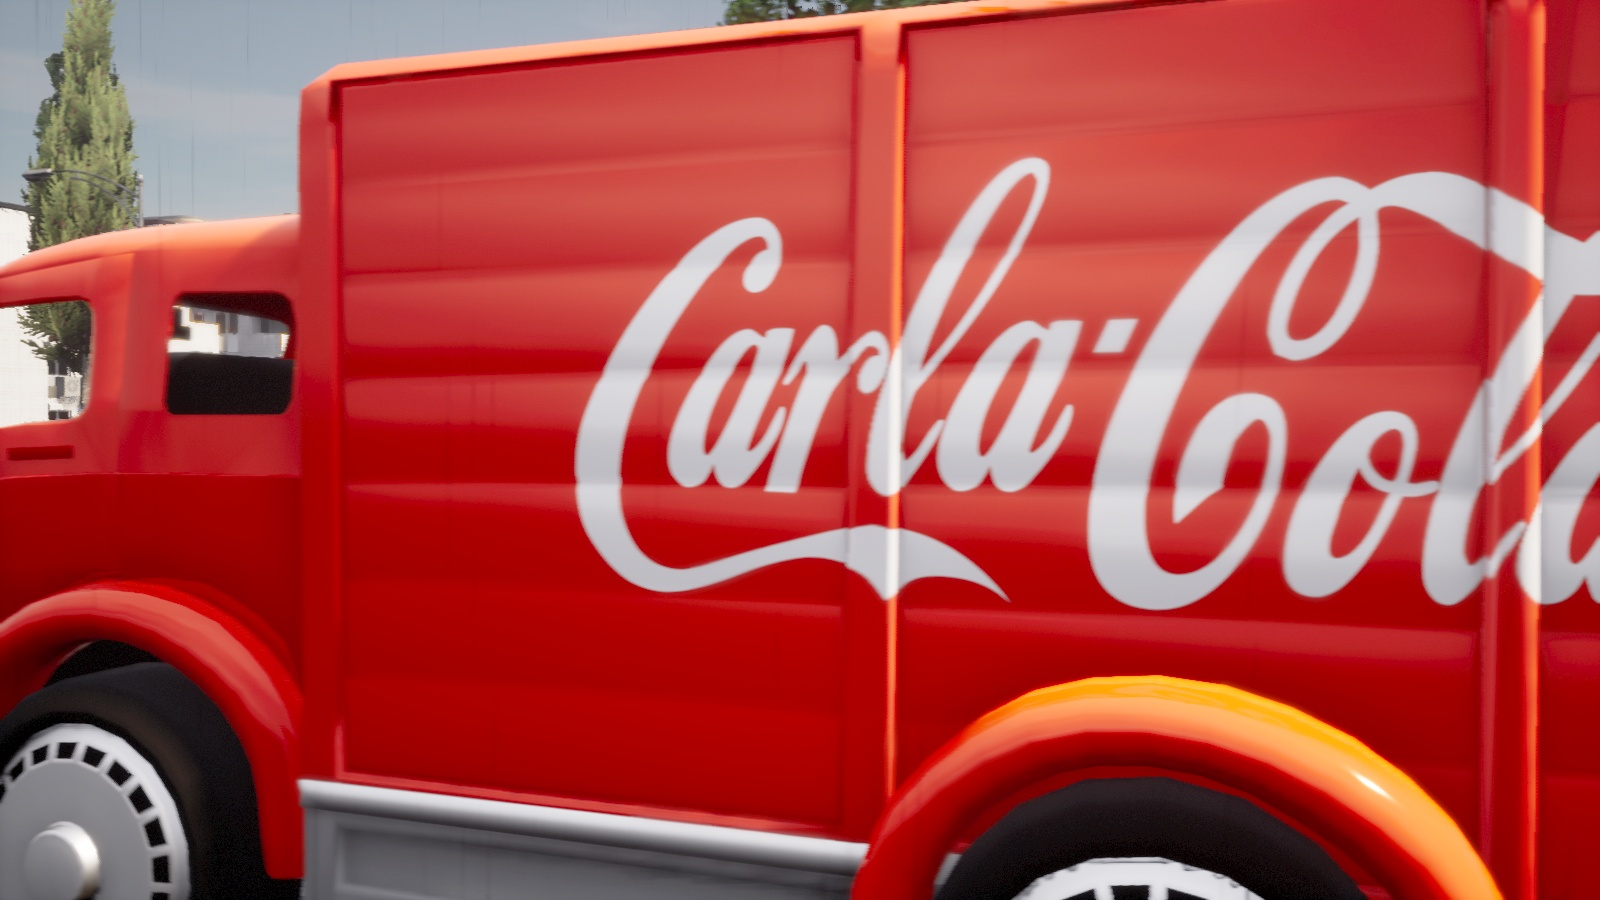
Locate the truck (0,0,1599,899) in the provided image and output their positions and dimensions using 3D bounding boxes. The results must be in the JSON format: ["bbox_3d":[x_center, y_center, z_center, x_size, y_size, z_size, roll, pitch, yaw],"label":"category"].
[{"bbox_3d":[-0.333,0.269,3.826,5.204,2.467,2.627,1,1,19],"label":"truck"}]
